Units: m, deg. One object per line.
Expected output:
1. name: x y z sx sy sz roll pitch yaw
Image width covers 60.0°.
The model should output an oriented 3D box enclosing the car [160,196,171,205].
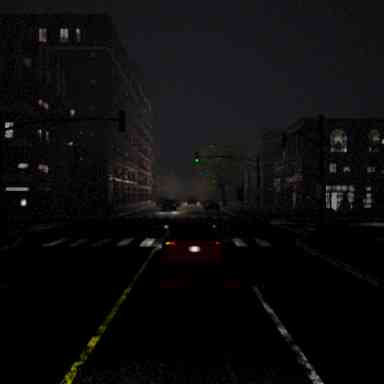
1. car: -5.702 1.857 72.173 2.192 1.841 5.009 0 0 0

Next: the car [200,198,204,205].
1. car: 2.682 1.793 49.385 1.967 1.590 4.097 0 0 0

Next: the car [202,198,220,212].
1. car: 2.683 1.859 43.687 2.008 1.369 4.403 0 0 0

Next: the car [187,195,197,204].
1. car: -0.011 1.757 80.909 2.150 2.045 5.566 0 -1 0

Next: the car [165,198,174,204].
1. car: -5.704 2.195 83.564 2.008 1.369 4.403 0 -1 0

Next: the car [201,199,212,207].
1. car: 2.680 2.027 60.778 1.802 1.307 4.206 0 0 0

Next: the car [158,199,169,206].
1. car: -5.701 2.075 66.474 1.802 1.307 4.206 0 0 0

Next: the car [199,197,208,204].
1. car: 2.678 2.032 77.868 1.967 1.590 4.097 0 -1 0

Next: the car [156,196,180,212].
1. car: -3.090 1.663 44.014 2.097 1.767 4.553 0 0 0

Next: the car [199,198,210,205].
1. car: 2.679 2.093 72.171 2.008 1.369 4.403 0 -1 0

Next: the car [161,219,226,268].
1. car: -0.048 1.639 11.658 1.994 1.385 4.181 0 0 -4

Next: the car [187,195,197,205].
1. car: -0.009 1.995 70.459 1.882 1.535 5.008 0 0 0
